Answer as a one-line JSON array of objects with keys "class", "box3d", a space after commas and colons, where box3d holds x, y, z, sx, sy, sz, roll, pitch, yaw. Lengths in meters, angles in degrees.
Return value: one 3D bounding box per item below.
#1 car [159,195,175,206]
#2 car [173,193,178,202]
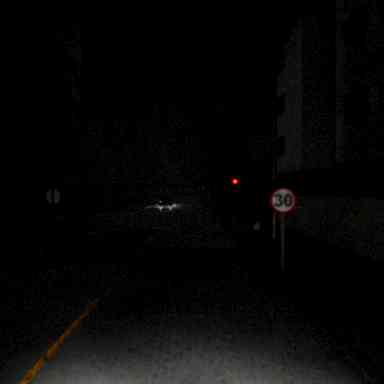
[{"class": "car", "box3d": [-4.092, 1.417, 52.308, 1.837, 1.490, 4.892, 0, 0, 0]}, {"class": "car", "box3d": [-4.015, 1.390, 68.648, 2.128, 1.511, 4.902, 1, -1, 0]}]
